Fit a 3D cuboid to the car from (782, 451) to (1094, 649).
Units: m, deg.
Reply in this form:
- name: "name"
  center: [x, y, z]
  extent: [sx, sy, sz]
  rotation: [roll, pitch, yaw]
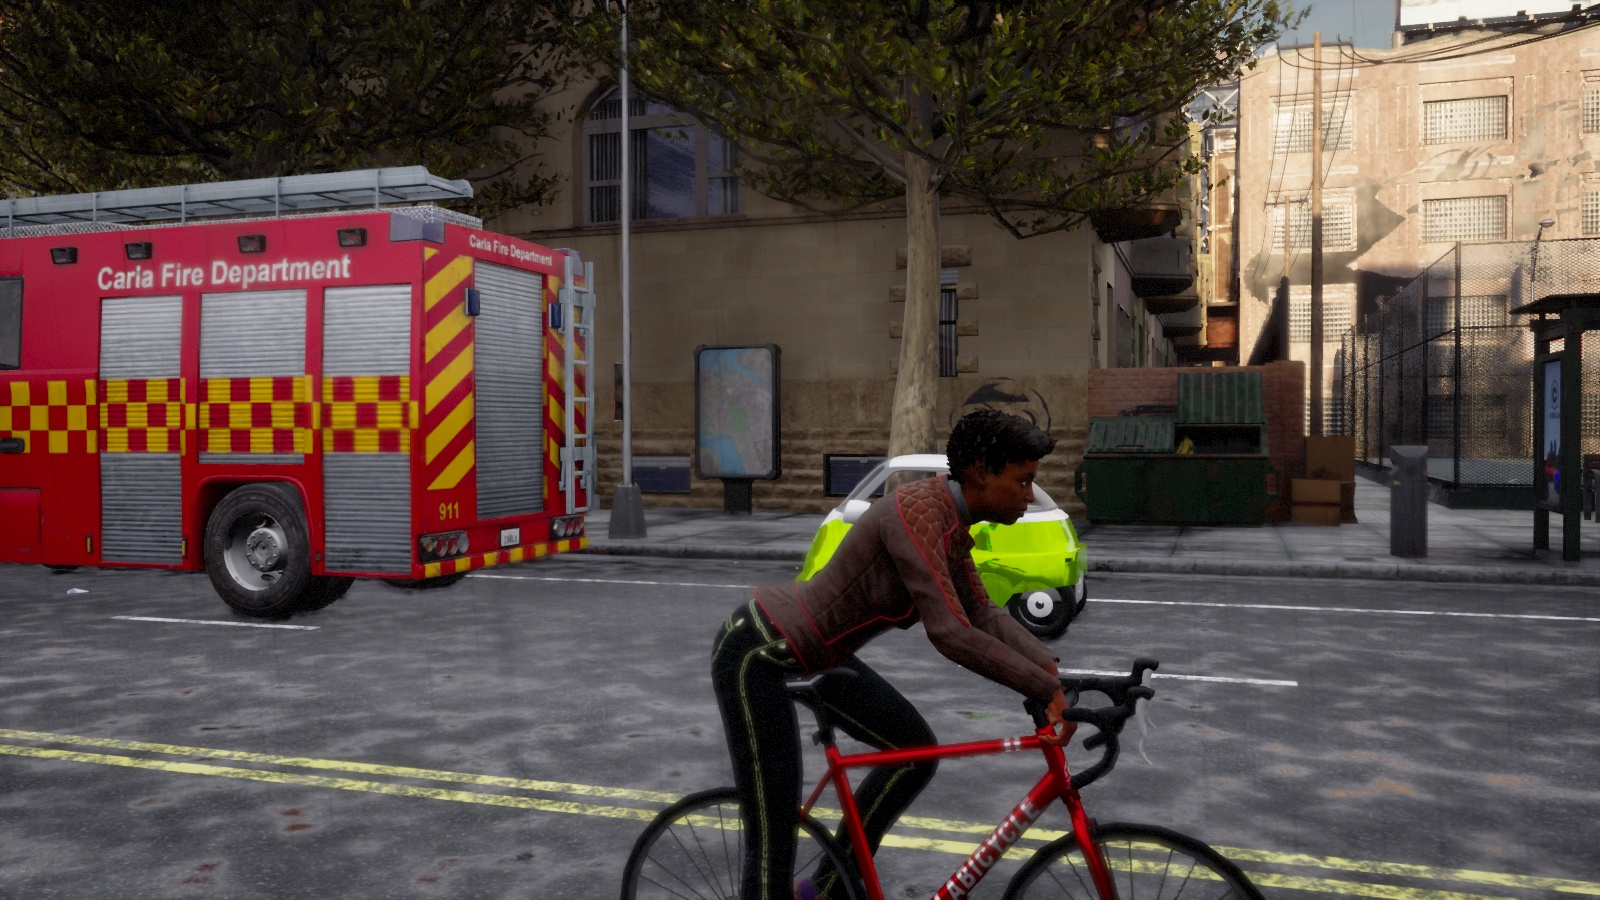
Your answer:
- name: "car"
  center: [1.153, 0.723, 10.141]
  extent: [2.207, 1.376, 1.481]
  rotation: [1, 1, 19]

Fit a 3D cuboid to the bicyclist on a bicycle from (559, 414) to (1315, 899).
- name: "bicyclist on a bicycle"
  center: [0.305, 0.732, 3.021]
  extent: [1.656, 1.620, 0.582]
  rotation: [1, 1, 17]

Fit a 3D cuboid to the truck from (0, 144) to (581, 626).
- name: "truck"
  center: [-6.695, -0.566, 12.681]
  extent: [8.468, 3.827, 2.891]
  rotation: [1, 1, 19]
